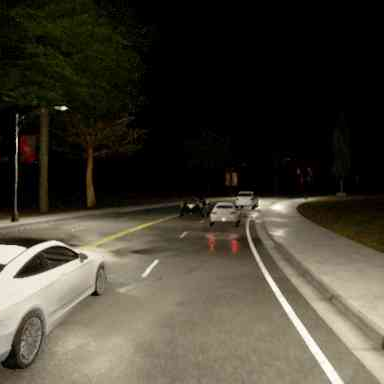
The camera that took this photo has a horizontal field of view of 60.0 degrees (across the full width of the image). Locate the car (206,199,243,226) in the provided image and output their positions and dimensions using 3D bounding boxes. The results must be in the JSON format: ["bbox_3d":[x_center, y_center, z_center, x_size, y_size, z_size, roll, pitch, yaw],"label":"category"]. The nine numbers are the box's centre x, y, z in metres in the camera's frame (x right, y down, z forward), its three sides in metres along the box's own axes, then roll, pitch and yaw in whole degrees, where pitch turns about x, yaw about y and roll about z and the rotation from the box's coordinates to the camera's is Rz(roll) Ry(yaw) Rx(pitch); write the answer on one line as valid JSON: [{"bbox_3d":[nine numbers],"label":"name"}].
[{"bbox_3d":[2.306,1.415,22.386,1.812,1.442,4.674,0,0,10],"label":"car"}]

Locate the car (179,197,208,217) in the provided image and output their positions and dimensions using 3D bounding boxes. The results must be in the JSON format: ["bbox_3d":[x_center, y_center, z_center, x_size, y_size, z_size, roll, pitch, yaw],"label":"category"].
[{"bbox_3d":[0.370,1.210,29.273,2.097,1.767,4.553,0,0,12],"label":"car"}]

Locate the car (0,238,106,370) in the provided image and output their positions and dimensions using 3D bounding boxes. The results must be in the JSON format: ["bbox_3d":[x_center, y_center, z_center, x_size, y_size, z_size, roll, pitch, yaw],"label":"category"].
[{"bbox_3d":[-2.890,1.499,5.556,1.812,1.442,4.674,0,0,2],"label":"car"}]

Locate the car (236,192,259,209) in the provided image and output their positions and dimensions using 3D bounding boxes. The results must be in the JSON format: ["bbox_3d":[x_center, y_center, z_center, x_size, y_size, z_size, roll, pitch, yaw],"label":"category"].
[{"bbox_3d":[6.748,0.966,40.313,2.150,2.045,5.566,0,1,18],"label":"car"}]
